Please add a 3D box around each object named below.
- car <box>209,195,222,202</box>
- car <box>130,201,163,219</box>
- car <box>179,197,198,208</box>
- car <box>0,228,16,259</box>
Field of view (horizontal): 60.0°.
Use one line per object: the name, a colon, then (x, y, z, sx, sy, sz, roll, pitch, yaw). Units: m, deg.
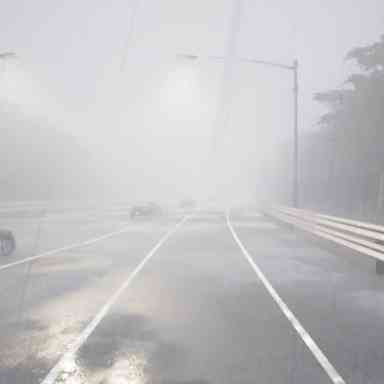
car: (4.971, 1.433, 75.080, 2.128, 1.511, 4.902, 0, 0, 11)
car: (-3.916, 1.516, 28.774, 1.812, 1.442, 4.674, 0, 0, 11)
car: (-0.519, 1.490, 46.458, 1.812, 1.442, 4.674, 0, 0, 11)
car: (-7.528, 1.543, 10.004, 2.128, 1.511, 4.902, -1, 0, 11)
